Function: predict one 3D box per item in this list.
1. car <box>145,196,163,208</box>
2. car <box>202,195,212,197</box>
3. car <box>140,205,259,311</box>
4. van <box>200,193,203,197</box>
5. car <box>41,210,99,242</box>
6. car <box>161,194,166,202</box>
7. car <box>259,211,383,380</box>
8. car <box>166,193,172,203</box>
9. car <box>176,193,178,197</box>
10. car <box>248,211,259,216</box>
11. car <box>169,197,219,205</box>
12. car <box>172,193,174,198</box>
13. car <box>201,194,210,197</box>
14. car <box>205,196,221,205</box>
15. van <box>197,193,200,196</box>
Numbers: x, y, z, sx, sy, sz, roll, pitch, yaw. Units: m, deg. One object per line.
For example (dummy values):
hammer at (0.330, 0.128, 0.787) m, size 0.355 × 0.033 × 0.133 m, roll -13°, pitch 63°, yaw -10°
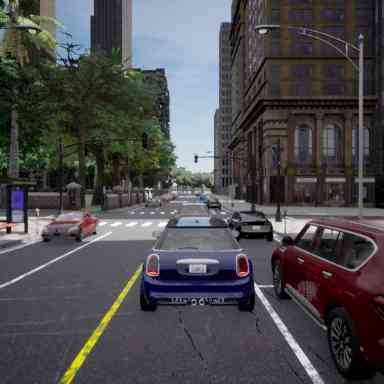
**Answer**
car at (-5.791, 1.529, 48.140) m, size 2.008 × 1.369 × 4.403 m, roll 0°, pitch 0°, yaw 0°
car at (2.734, 1.544, 48.125) m, size 1.947 × 1.339 × 4.313 m, roll 0°, pitch 0°, yaw 0°
car at (0.098, 1.351, 7.915) m, size 2.097 × 1.767 × 4.553 m, roll 0°, pitch 0°, yaw 0°
van at (2.728, 1.310, 58.965) m, size 1.690 × 1.788 × 3.998 m, roll 0°, pitch 0°, yaw 0°
car at (-5.775, 1.578, 16.281) m, size 1.802 × 1.307 × 4.206 m, roll 0°, pitch 0°, yaw 0°
car at (-5.795, 1.414, 53.560) m, size 1.967 × 1.590 × 4.097 m, roll 0°, pitch 0°, yaw 0°
car at (2.755, 1.314, 5.417) m, size 2.192 × 1.841 × 5.009 m, roll 0°, pitch 0°, yaw 0°
car at (-5.803, 1.396, 69.821) m, size 1.967 × 1.590 × 4.097 m, roll 0°, pitch 0°, yaw 0°
car at (-5.814, 1.239, 91.502) m, size 2.192 × 1.841 × 5.009 m, roll 0°, pitch 0°, yaw 0°
car at (2.750, 1.562, 16.267) m, size 1.947 × 1.339 × 4.313 m, roll 0°, pitch 0°, yaw 0°
car at (0.091, 1.348, 17.449) m, size 2.097 × 1.767 × 4.553 m, roll 0°, pitch 0°, yaw 0°
car at (-5.806, 1.264, 75.242) m, size 2.192 × 1.841 × 5.009 m, roll 0°, pitch 0°, yaw 0°
car at (2.731, 1.499, 53.715) m, size 1.752 × 1.417 × 4.829 m, roll 0°, pitch 0°, yaw 0°
car at (2.737, 1.548, 42.704) m, size 1.947 × 1.339 × 4.313 m, roll 0°, pitch 0°, yaw 0°
van at (2.717, 1.282, 80.647) m, size 1.690 × 1.788 × 3.998 m, roll 0°, pitch 0°, yaw 0°
